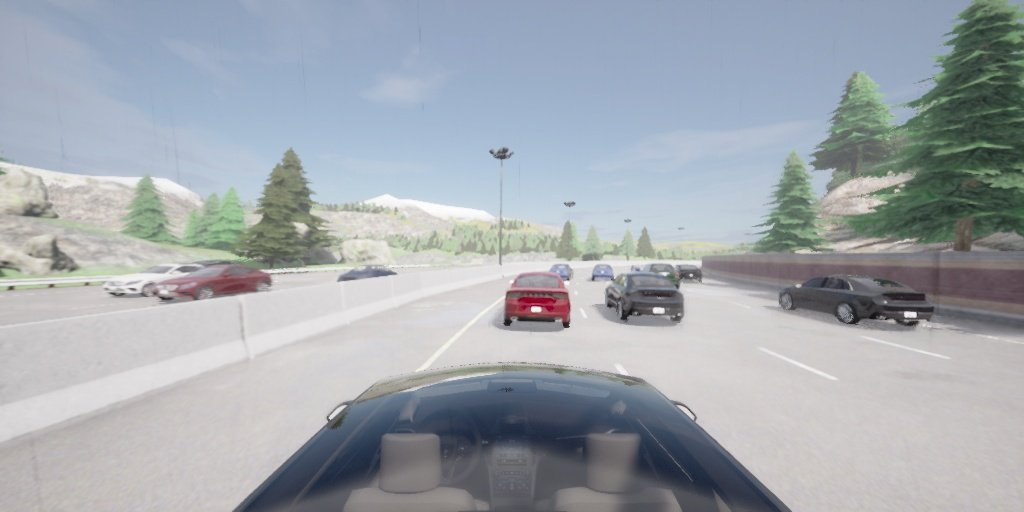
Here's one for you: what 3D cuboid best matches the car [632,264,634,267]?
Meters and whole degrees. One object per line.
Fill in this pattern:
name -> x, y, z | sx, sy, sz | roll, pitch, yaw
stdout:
car -> 14.507, 1.571, 40.903 | 1.895, 1.301, 4.718 | 1, 0, 19

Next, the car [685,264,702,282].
car -> 15.288, 1.450, 31.684 | 1.882, 1.535, 5.008 | 1, 0, 15

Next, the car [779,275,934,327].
car -> 11.513, 1.413, 12.506 | 1.837, 1.490, 4.892 | 1, 0, 7

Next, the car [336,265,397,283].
car -> -8.580, 1.218, 21.550 | 1.994, 1.385, 4.181 | 1, 0, 10

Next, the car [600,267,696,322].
car -> 4.523, 1.324, 12.765 | 1.837, 1.490, 4.892 | 1, 0, 6

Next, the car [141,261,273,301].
car -> -12.925, 1.119, 15.933 | 1.812, 1.442, 4.674 | 1, 0, 7

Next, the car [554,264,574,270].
car -> 4.319, 1.377, 31.373 | 2.033, 1.411, 5.357 | 1, 0, 14

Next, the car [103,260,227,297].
car -> -16.290, 1.076, 17.207 | 1.812, 1.442, 4.674 | 1, 0, 8

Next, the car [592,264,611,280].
car -> 8.242, 1.429, 32.536 | 2.033, 1.411, 5.357 | 1, 0, 15

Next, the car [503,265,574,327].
car -> 0.880, 1.247, 11.817 | 1.882, 1.535, 5.008 | 1, 0, 6

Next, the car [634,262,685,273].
car -> 10.088, 1.251, 24.909 | 2.097, 1.767, 4.553 | 1, 0, 12
